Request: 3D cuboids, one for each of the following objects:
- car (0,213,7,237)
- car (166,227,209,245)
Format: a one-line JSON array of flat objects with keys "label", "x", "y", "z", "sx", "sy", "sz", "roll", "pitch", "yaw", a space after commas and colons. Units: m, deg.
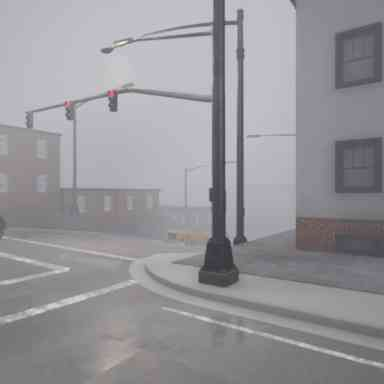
[{"label": "car", "x": -10.883, "y": 1.297, "z": 14.872, "sx": 2.097, "sy": 1.767, "sz": 4.553, "roll": 1, "pitch": 0, "yaw": 26}, {"label": "car", "x": -0.319, "y": 3.971, "z": 30.510, "sx": 1.882, "sy": 1.535, "sz": 5.008, "roll": 0, "pitch": -12, "yaw": 35}]
